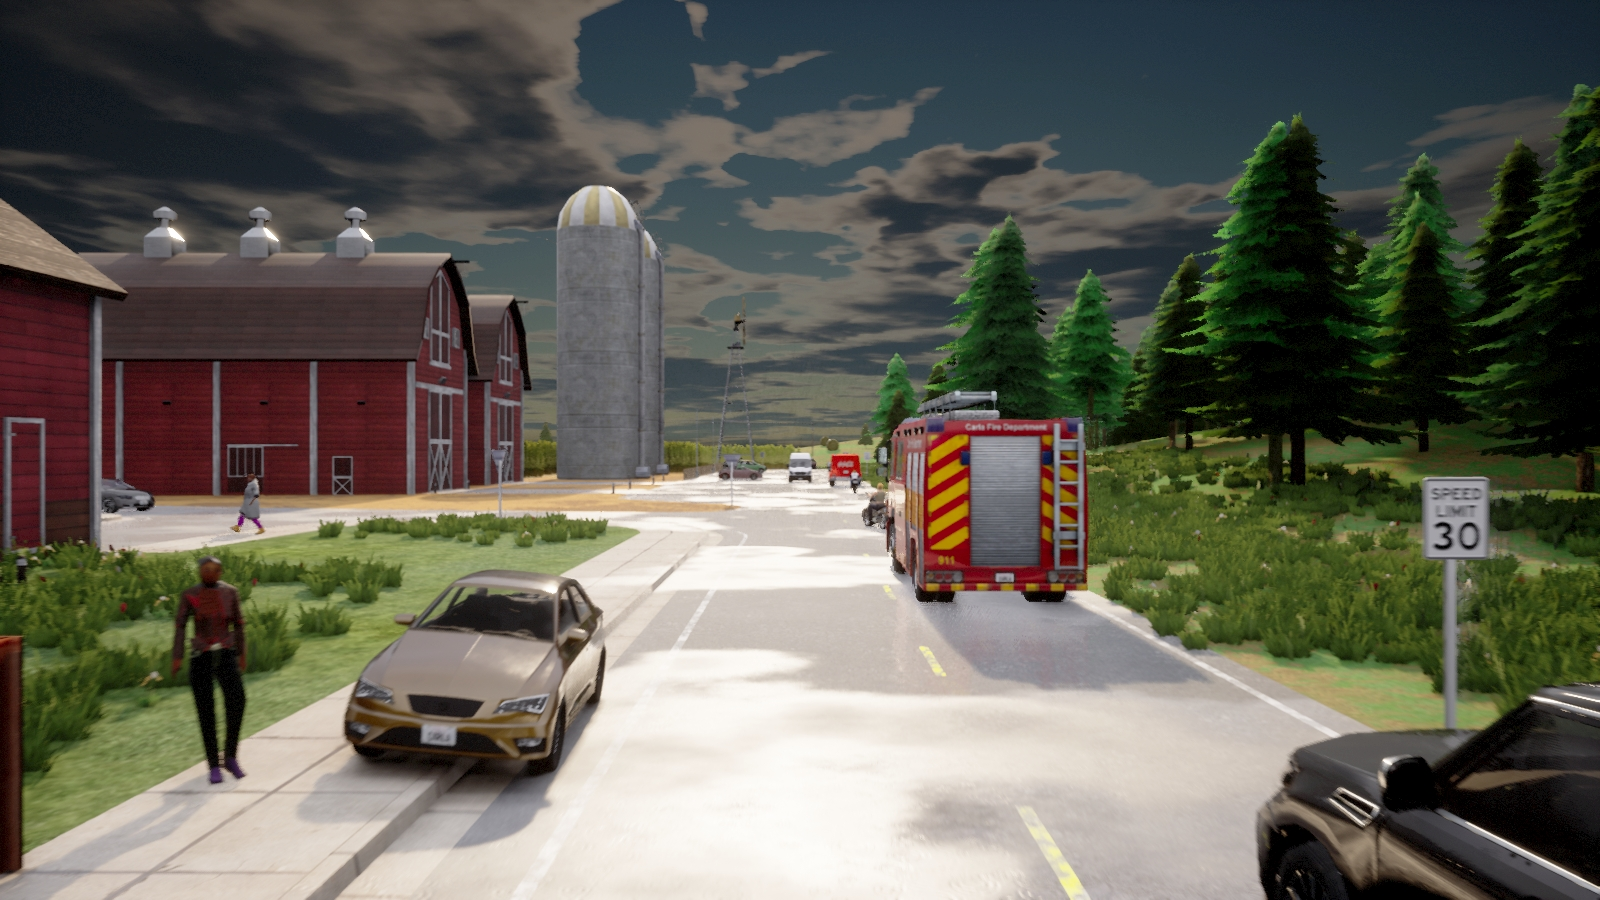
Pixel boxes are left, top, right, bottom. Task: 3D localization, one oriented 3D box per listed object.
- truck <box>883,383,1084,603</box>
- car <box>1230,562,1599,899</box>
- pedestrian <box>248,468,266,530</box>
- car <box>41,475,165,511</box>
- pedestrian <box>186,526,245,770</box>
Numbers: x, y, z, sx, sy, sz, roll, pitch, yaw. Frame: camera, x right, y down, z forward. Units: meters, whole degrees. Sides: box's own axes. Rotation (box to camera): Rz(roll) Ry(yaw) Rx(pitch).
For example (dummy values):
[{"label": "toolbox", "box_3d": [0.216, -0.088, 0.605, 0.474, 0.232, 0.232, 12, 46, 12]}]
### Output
[{"label": "truck", "box_3d": [3.503, 0.750, 24.122, 2.891, 3.827, 8.468, 0, 0, 0]}, {"label": "car", "box_3d": [3.513, 1.636, 3.670, 2.150, 2.045, 5.566, 0, 0, 0]}, {"label": "pedestrian", "box_3d": [-16.436, 1.467, 34.596, 0.375, 1.860, 0.375, 0, 0, 43]}, {"label": "car", "box_3d": [-31.116, 1.899, 51.028, 4.902, 1.511, 2.128, 0, 0, 21]}, {"label": "pedestrian", "box_3d": [-4.674, 1.555, 9.137, 0.375, 1.860, 0.375, 0, 0, -35]}]
